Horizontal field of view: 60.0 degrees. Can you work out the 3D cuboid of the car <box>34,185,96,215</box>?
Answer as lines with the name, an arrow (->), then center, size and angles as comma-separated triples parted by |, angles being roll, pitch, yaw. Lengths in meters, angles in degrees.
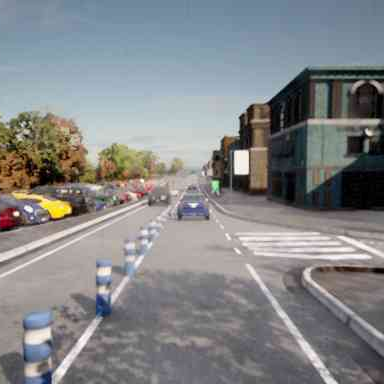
car -> -9.984, 0.699, 23.043 | 5.566, 2.045, 2.435 | 0, 0, 1

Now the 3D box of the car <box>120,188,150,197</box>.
car -> -9.610, 0.020, 56.477 | 4.792, 1.488, 2.163 | 0, 3, 1

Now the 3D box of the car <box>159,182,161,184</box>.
car -> -9.477, -0.821, 70.244 | 4.553, 1.767, 2.185 | 0, 3, 1

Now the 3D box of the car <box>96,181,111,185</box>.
car -> -22.514, -1.128, 78.809 | 4.892, 1.521, 2.231 | 0, 3, 1

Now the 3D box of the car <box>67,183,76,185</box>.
car -> -22.751, -0.135, 56.428 | 4.553, 1.767, 2.185 | 0, 3, 1

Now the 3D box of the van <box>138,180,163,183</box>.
van -> -9.571, -1.207, 75.925 | 4.442, 1.987, 1.878 | 0, 3, 1

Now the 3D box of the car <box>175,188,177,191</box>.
car -> -3.274, 0.011, 55.764 | 1.812, 1.442, 4.674 | 0, 2, 1

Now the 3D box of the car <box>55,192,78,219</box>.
car -> -9.976, 0.969, 20.252 | 5.008, 1.535, 2.097 | 0, 0, 1

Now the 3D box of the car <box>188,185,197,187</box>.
car -> 0.070, -0.877, 73.957 | 2.128, 1.511, 4.902 | 0, 3, 0

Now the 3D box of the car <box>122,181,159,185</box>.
car -> -9.614, -0.534, 62.025 | 5.566, 2.045, 2.435 | 0, 3, 1

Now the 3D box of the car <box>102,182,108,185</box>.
car -> -22.539, -0.988, 76.028 | 5.008, 1.535, 2.097 | 0, 3, 1

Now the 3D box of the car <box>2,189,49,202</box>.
car -> -22.640, 0.446, 45.282 | 5.366, 1.575, 1.946 | 0, 2, 1

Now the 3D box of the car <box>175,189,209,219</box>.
car -> 0.105, 0.873, 23.530 | 2.097, 1.767, 4.553 | 0, 1, 0

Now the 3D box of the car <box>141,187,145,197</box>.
car -> -9.721, 0.388, 48.119 | 4.674, 1.452, 2.002 | 0, 2, 1

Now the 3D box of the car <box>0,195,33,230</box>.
car -> -10.064, 1.009, 14.687 | 4.792, 1.488, 2.163 | 0, 0, 1

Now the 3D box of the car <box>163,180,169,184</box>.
car -> -9.291, -1.814, 89.827 | 4.553, 1.767, 2.185 | 0, 3, 1

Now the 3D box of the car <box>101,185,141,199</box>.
car -> -9.776, 0.325, 45.328 | 4.553, 1.767, 2.185 | 0, 2, 1

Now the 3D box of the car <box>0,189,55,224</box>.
car -> -10.039, 0.852, 17.472 | 4.553, 1.767, 2.185 | 0, 0, 1

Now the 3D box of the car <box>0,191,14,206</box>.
car -> -22.897, 0.701, 37.053 | 4.892, 1.521, 2.231 | 0, 1, 1

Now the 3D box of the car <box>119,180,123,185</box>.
car -> -22.370, -1.838, 92.715 | 5.008, 1.535, 2.097 | 0, 3, 1

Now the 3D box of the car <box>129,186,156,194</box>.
car -> -9.554, -0.423, 64.817 | 5.008, 1.535, 2.097 | 0, 3, 1

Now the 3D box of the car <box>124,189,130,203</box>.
car -> -9.794, 0.736, 36.981 | 4.792, 1.488, 2.163 | 0, 2, 1

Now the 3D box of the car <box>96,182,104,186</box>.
car -> -22.563, -0.808, 73.248 | 4.674, 1.452, 2.002 | 0, 3, 1

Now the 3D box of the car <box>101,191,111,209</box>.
car -> -9.873, 0.915, 28.613 | 4.792, 1.488, 2.163 | 0, 1, 1

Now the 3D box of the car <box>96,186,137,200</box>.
car -> -9.802, 0.420, 42.550 | 4.553, 1.767, 2.185 | 0, 2, 1

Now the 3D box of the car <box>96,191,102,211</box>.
car -> -9.923, 0.924, 25.835 | 4.892, 1.521, 2.231 | 0, 1, 1

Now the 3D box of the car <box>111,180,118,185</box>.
car -> -22.427, -1.661, 84.359 | 5.566, 2.045, 2.435 | 0, 3, 1

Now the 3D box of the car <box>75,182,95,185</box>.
car -> -22.611, -0.680, 64.889 | 5.566, 2.045, 2.435 | 0, 3, 1

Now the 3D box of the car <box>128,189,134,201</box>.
car -> -9.826, 0.659, 39.768 | 4.792, 1.488, 2.163 | 0, 2, 1

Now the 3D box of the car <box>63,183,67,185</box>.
car -> -22.801, -0.015, 50.848 | 5.566, 2.045, 2.435 | 0, 2, 1

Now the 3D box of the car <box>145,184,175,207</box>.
car -> -3.337, 0.432, 35.494 | 2.150, 2.045, 5.566 | 0, 2, 0

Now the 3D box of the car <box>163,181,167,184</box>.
car -> -9.396, -1.263, 81.495 | 5.008, 1.535, 2.097 | 0, 3, 1

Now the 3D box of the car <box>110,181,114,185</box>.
car -> -22.510, -1.240, 81.590 | 4.792, 1.488, 2.163 | 0, 3, 1

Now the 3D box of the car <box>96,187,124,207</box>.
car -> -9.819, 0.649, 34.191 | 4.553, 1.767, 2.185 | 0, 1, 1

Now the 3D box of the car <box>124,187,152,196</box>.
car -> -9.610, -0.104, 59.260 | 4.674, 1.452, 2.002 | 0, 3, 1

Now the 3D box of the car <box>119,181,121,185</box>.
car -> -22.405, -1.655, 89.936 | 4.674, 1.452, 2.002 | 0, 3, 1

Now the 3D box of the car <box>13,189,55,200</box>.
car -> -22.804, 0.346, 48.071 | 5.008, 1.535, 2.097 | 0, 2, 1

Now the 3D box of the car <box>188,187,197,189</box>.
car -> 0.110, 0.458, 43.827 | 1.837, 1.490, 4.892 | 0, 2, 0
